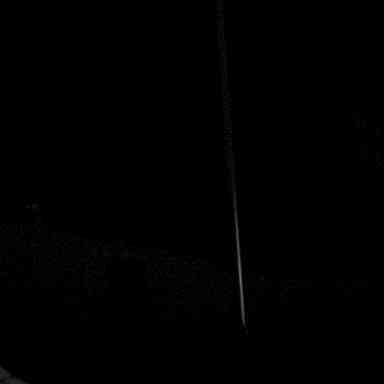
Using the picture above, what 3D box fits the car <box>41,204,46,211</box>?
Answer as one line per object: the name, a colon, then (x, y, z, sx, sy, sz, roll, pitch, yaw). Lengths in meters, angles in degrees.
car: (-21.185, 2.195, 49.976, 1.895, 1.301, 4.718, -3, 1, -40)
